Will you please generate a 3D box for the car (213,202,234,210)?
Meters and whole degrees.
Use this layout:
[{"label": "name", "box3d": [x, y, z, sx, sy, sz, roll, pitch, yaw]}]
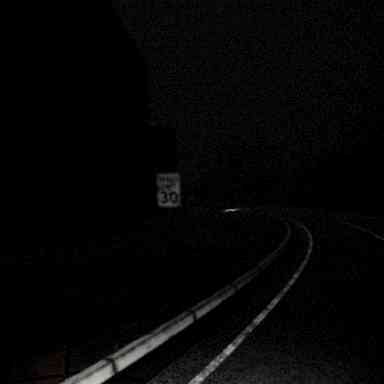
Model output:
[{"label": "car", "box3d": [5.436, 2.409, 58.705, 2.033, 1.411, 5.357, -5, -1, -22]}]
